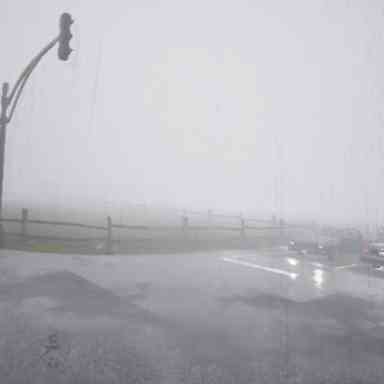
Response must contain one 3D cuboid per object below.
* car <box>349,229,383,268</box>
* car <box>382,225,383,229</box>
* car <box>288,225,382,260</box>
[{"bbox_3d":[8.756,2.370,13.199,5.357,1.411,2.033,4,-2,-36],"label":"car"},{"bbox_3d":[14.763,2.652,22.756,5.566,2.045,2.150,5,-2,-40],"label":"car"},{"bbox_3d":[6.929,2.363,16.194,5.357,1.411,2.033,4,-2,-40],"label":"car"}]
